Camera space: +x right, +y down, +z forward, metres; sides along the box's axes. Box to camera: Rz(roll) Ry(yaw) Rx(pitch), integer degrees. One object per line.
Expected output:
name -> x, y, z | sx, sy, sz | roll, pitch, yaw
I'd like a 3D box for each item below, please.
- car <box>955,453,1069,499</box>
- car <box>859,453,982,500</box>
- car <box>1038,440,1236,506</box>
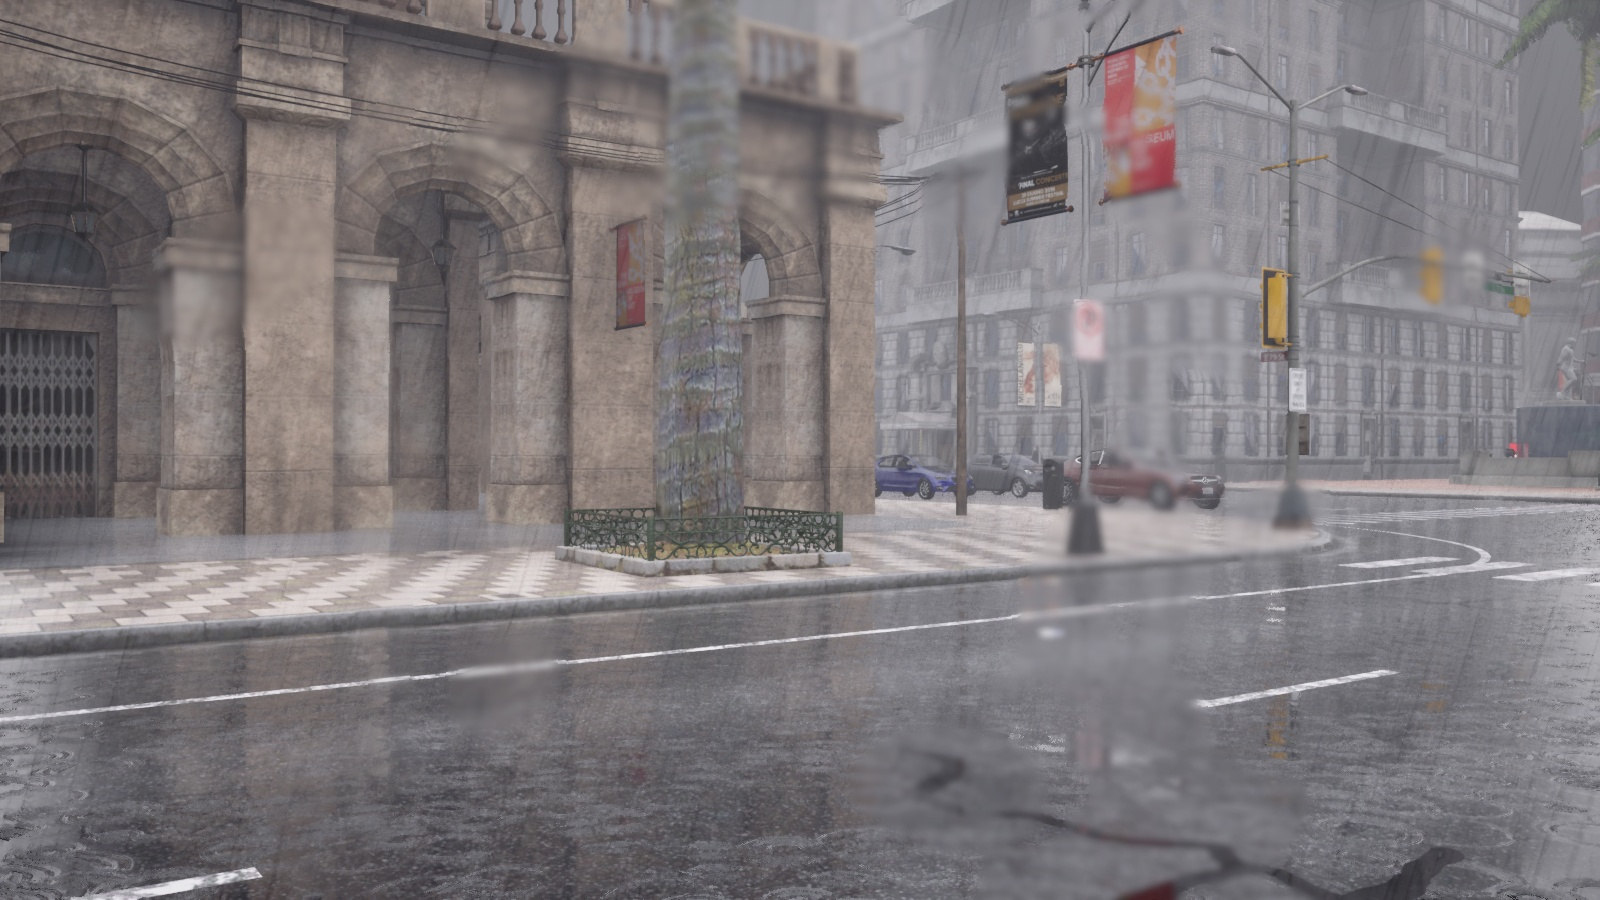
car -> 7.234, 0.849, 43.140 | 1.845, 1.501, 3.633 | 0, 0, -35
car -> 3.948, 0.852, 41.834 | 1.816, 1.474, 4.193 | 0, 0, -34
car -> 9.144, 0.588, 34.468 | 2.152, 1.651, 5.027 | 0, 0, -35
